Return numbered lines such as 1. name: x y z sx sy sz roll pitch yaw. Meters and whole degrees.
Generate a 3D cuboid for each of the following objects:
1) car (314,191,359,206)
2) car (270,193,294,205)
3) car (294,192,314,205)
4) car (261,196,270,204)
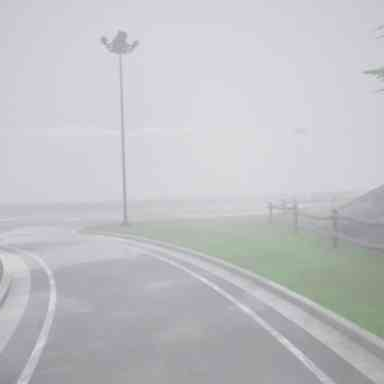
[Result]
1. car: 17.285 0.669 39.098 4.553 1.767 2.097 -2 0 -21
2. car: 13.649 0.884 45.201 5.008 1.535 1.882 -2 0 -21
3. car: 15.904 0.700 42.313 4.553 1.767 2.097 -2 0 -21
4. car: 12.370 0.938 48.454 4.892 1.490 1.837 -2 0 -21
